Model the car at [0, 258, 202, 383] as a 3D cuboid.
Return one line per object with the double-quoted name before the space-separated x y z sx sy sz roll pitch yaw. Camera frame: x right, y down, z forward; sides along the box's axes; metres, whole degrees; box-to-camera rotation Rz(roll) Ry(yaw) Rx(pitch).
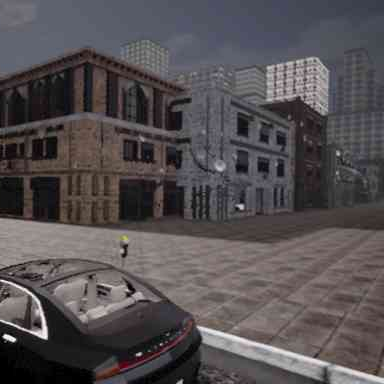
"car" -1.947 1.556 4.257 4.403 1.369 2.008 0 1 36
